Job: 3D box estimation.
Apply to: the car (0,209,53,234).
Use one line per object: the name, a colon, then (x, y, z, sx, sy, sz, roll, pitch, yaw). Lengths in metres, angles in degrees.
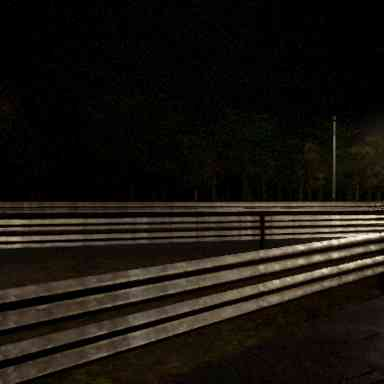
car: (-8.886, 1.405, 14.305, 5.357, 1.411, 2.033, 1, 0, -17)
